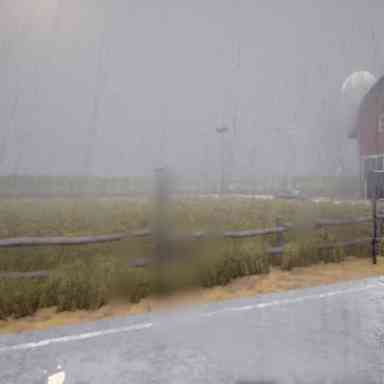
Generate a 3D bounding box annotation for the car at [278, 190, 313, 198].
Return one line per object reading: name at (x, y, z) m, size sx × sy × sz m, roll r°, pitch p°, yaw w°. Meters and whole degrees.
car at (11.966, 0.517, 38.901) m, size 1.837 × 1.490 × 4.892 m, roll -1°, pitch 1°, yaw -25°
